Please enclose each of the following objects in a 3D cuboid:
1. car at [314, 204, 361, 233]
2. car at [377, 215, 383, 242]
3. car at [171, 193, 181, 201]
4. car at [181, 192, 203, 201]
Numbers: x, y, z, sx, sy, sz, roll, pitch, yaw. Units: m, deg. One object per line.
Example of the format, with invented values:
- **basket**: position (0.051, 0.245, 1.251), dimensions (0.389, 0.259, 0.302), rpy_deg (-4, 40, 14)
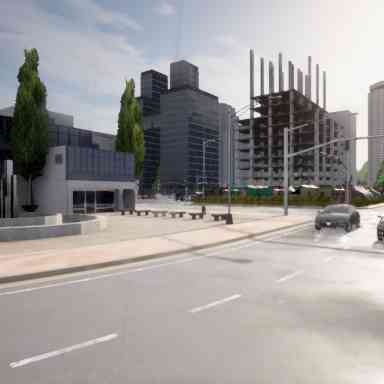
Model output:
- **car**: position (8.861, 1.507, 20.065), dimensions (1.837, 1.490, 4.892), rpy_deg (0, -1, 36)
- **car**: position (10.114, 1.492, 15.877), dimensions (2.128, 1.511, 4.902), rpy_deg (0, 0, 37)
- **car**: position (-2.353, 1.156, 76.699), dimensions (1.905, 1.878, 3.866), rpy_deg (0, 0, 37)
- **car**: position (-0.055, 1.395, 74.938), dimensions (1.970, 1.475, 3.806), rpy_deg (0, 0, 37)
